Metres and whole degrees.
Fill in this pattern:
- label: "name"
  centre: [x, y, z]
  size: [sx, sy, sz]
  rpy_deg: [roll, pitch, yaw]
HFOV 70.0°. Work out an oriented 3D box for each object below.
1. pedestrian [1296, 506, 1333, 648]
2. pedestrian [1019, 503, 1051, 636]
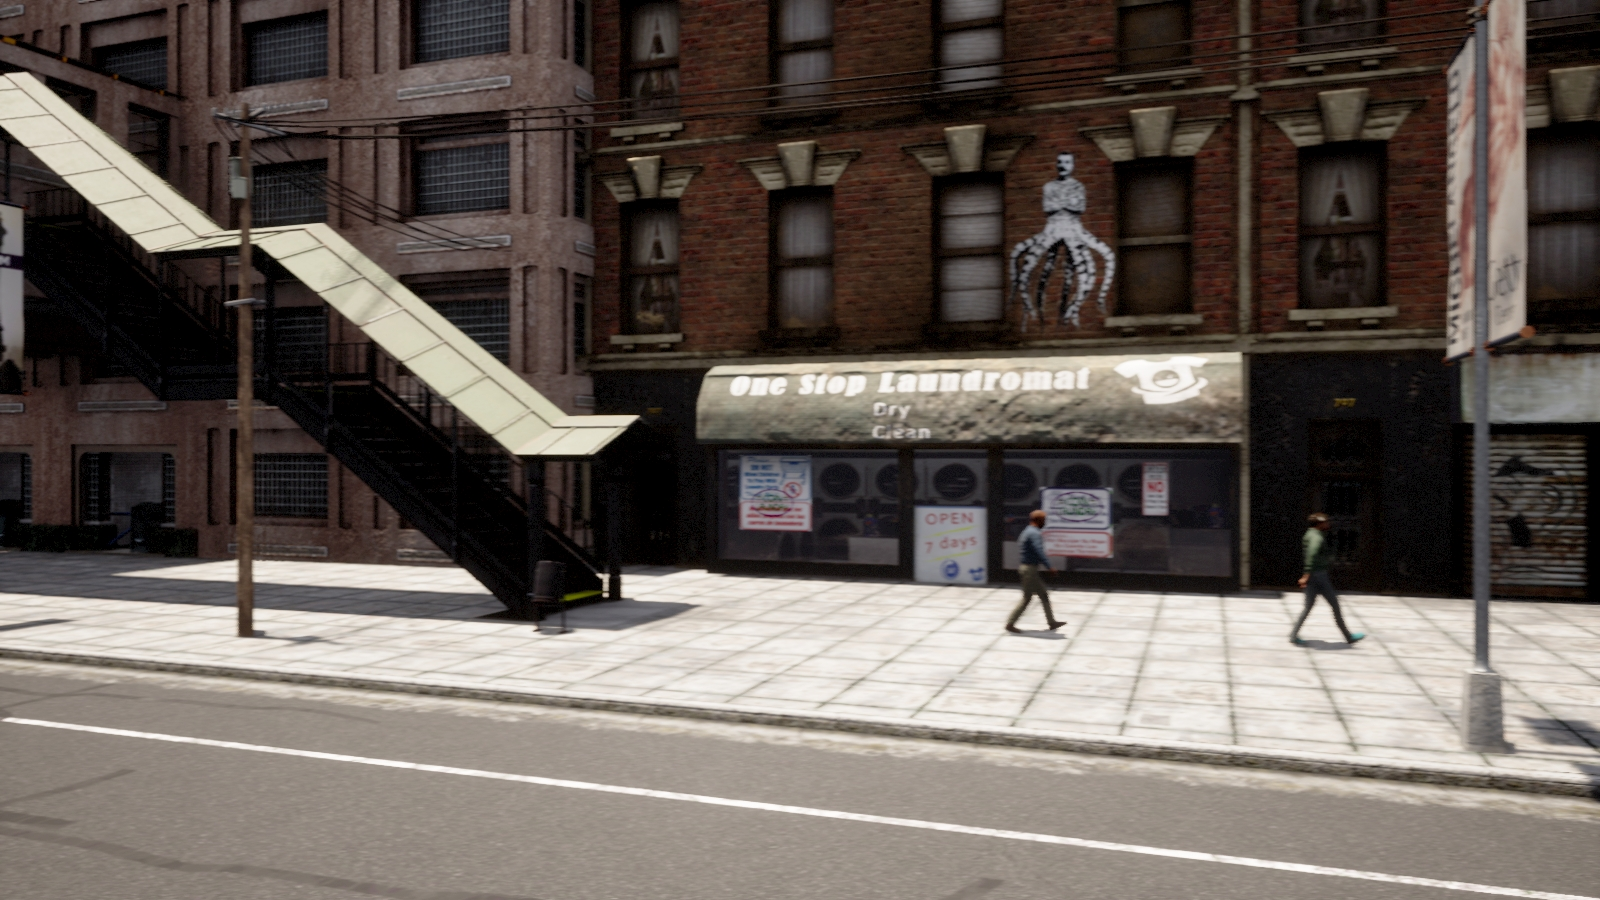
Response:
- label: "pedestrian"
  centre: [6.919, 1.696, 15.365]
  size: [0.375, 1.860, 0.375]
  rpy_deg: [0, 0, 10]
- label: "pedestrian"
  centre: [3.358, 1.696, 16.330]
  size: [0.375, 1.860, 0.375]
  rpy_deg: [0, 0, 1]
